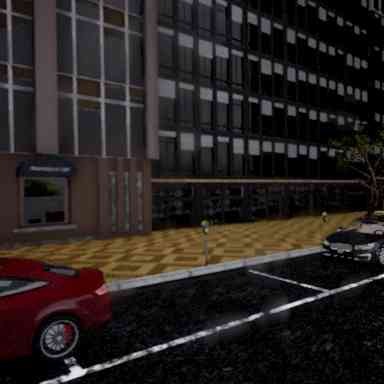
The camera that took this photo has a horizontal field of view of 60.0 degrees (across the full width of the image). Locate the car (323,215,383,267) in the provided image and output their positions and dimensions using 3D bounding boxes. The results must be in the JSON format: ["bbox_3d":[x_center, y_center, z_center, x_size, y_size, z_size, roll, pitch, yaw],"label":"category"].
[{"bbox_3d":[6.089,1.482,10.960,4.403,1.369,2.008,0,0,-36],"label":"car"}]

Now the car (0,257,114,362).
[{"bbox_3d":[-3.139,1.587,4.323,4.206,1.307,1.802,0,0,-36],"label":"car"}]
